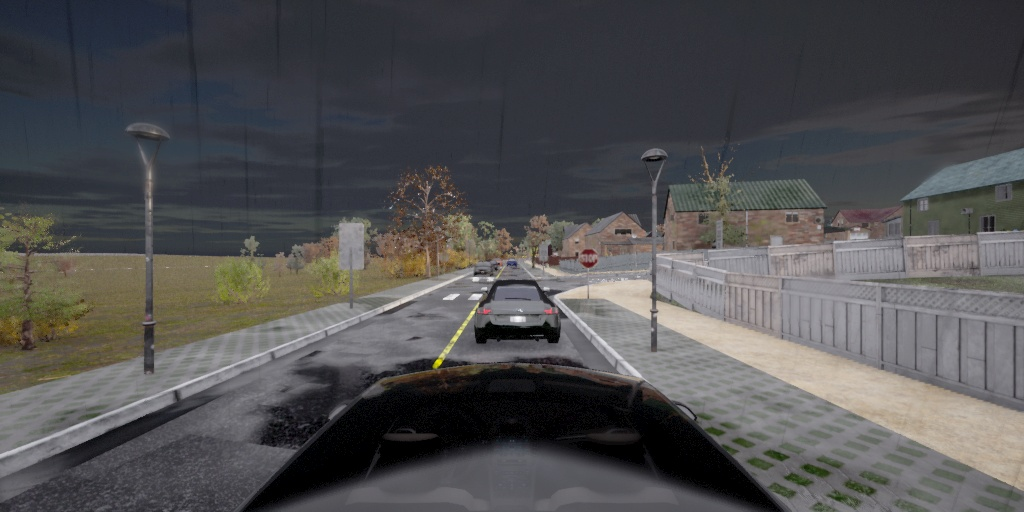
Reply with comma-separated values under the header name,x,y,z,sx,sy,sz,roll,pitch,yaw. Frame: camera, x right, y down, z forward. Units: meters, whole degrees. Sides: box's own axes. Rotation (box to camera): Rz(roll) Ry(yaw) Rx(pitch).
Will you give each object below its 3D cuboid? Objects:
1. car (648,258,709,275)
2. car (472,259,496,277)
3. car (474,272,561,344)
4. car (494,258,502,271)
name,x,y,z,sx,sy,sz,roll,pitch,yaw
car,10.459,0.580,20.960,4.674,1.442,1.812,-3,0,14
car,-2.820,1.262,35.839,1.837,1.490,4.892,0,0,-2
car,0.100,1.313,9.630,1.994,1.385,4.181,0,0,-1
car,-2.862,1.314,49.310,2.033,1.411,5.357,0,0,0
